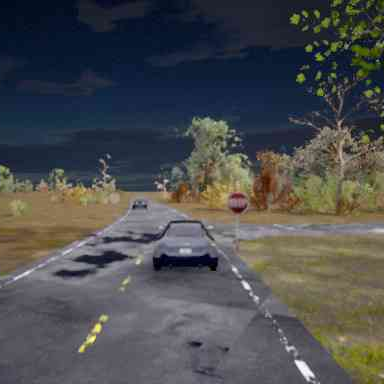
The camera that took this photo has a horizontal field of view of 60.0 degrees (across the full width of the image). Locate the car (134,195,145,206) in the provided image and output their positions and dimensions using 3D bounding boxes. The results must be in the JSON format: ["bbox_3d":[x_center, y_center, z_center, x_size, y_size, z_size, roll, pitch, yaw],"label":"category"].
[{"bbox_3d":[-10.374,1.630,65.456,2.150,2.045,5.566,0,0,-9],"label":"car"}]

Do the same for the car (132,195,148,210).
[{"bbox_3d":[-7.786,1.535,49.841,2.150,2.045,5.566,0,0,-9],"label":"car"}]

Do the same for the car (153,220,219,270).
[{"bbox_3d":[-0.206,1.638,11.313,1.994,1.385,4.181,0,0,-1],"label":"car"}]
